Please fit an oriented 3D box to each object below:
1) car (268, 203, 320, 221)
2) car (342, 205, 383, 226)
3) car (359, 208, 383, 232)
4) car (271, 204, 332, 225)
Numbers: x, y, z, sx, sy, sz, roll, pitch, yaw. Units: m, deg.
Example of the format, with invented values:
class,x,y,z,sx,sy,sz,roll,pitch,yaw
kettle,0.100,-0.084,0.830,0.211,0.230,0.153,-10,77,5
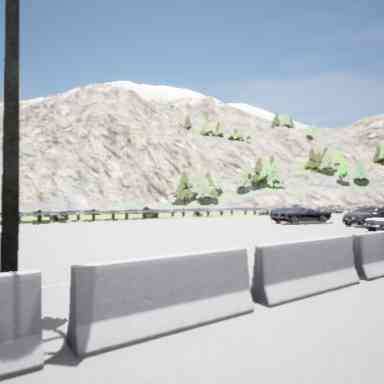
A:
class,x,y,z,sx,sy,sz,roll,pitch,yaw
car,9.068,1.742,29.599,4.181,1.385,1.994,1,0,-27
car,12.869,1.706,23.699,4.892,1.490,1.837,1,0,-27
car,12.329,1.785,19.511,4.718,1.301,1.895,1,0,-28
car,8.299,1.759,25.287,4.718,1.301,1.895,1,0,-28
